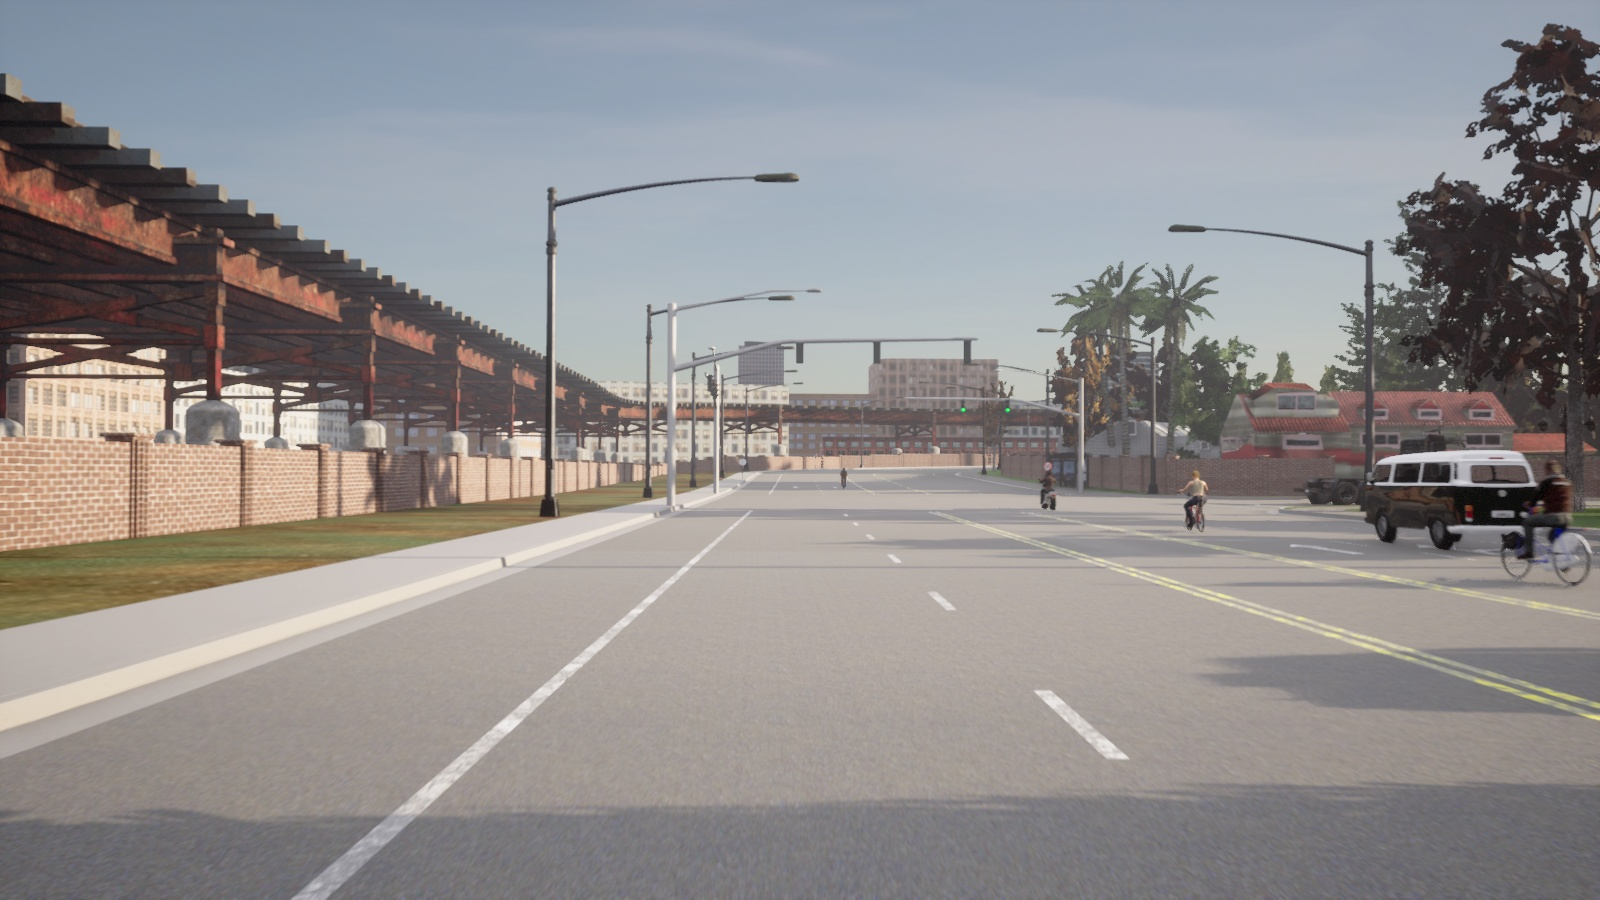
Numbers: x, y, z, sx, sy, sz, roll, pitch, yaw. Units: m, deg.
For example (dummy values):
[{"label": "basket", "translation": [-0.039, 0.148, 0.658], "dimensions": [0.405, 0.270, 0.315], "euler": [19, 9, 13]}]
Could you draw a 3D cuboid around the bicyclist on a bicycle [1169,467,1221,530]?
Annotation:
[{"label": "bicyclist on a bicycle", "translation": [10.424, 1.265, 33.207], "dimensions": [0.866, 1.612, 1.509], "euler": [0, -1, 0]}]

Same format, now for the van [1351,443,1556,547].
[{"label": "van", "translation": [13.926, 0.935, 27.107], "dimensions": [2.069, 2.038, 4.480], "euler": [0, -1, 0]}]

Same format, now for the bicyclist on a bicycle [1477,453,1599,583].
[{"label": "bicyclist on a bicycle", "translation": [10.664, 0.946, 18.117], "dimensions": [0.659, 1.776, 1.843], "euler": [0, -1, -6]}]

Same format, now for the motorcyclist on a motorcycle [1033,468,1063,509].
[{"label": "motorcyclist on a motorcycle", "translation": [10.365, 1.603, 52.522], "dimensions": [0.766, 1.649, 2.350], "euler": [0, -1, 0]}]

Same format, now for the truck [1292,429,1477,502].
[{"label": "truck", "translation": [28.748, 0.758, 61.923], "dimensions": [7.936, 3.462, 2.891], "euler": [0, -1, -7]}]
